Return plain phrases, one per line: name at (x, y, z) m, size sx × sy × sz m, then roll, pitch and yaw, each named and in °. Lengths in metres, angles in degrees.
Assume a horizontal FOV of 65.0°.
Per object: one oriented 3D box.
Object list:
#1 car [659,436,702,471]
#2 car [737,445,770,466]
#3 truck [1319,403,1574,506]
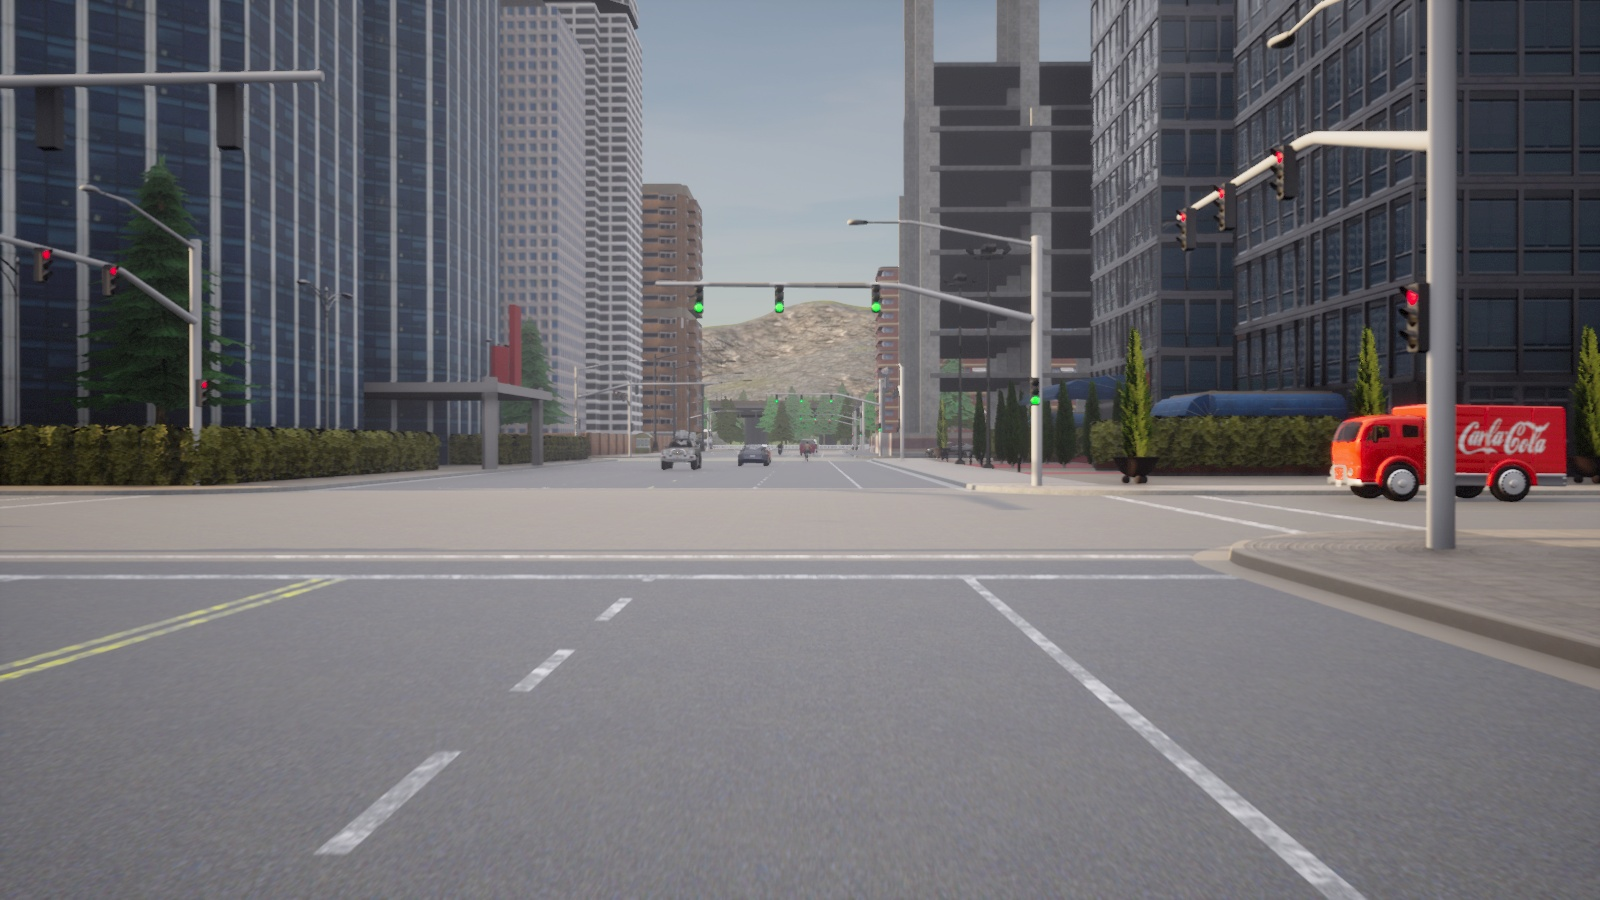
car at (-6.583, 0.165, 69.664) m, size 1.932 × 1.855 × 4.605 m, roll 0°, pitch 0°, yaw 0°
car at (-3.011, 0.345, 82.187) m, size 1.994 × 1.385 × 4.181 m, roll 0°, pitch 0°, yaw 0°
truck at (16.527, 0.101, 32.369) m, size 5.204 × 2.467 × 2.627 m, roll 1°, pitch 0°, yaw 1°
